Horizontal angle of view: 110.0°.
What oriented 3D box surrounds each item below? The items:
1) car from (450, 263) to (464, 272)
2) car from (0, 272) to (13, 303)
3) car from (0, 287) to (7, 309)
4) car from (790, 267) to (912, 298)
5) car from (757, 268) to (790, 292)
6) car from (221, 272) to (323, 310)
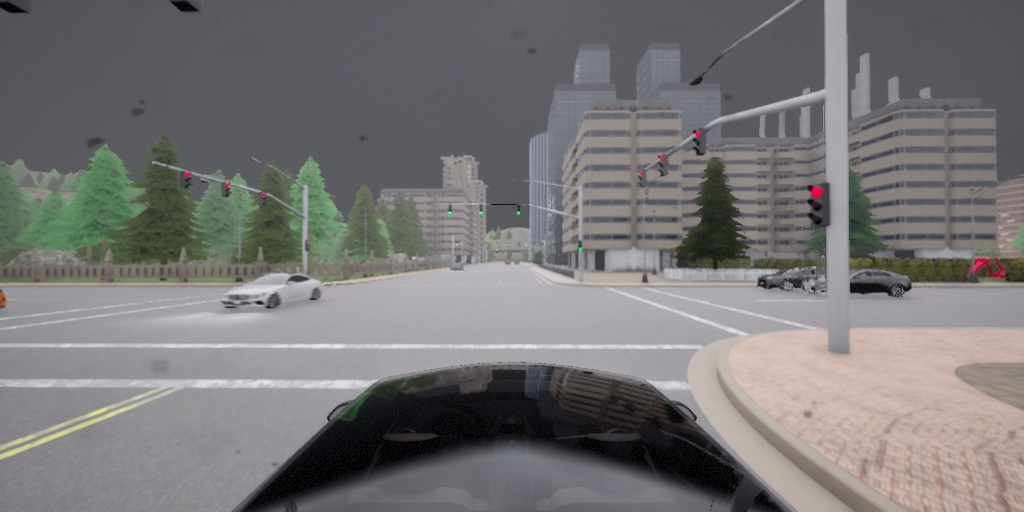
[{"bbox_3d":[-9.448,1.942,61.740,1.837,1.490,4.892,0,1,1],"label":"car"},{"bbox_3d":[-25.736,1.461,16.015,4.181,1.385,1.994,0,-1,1],"label":"car"},{"bbox_3d":[-20.897,1.212,12.464,4.553,1.767,2.097,0,-1,1],"label":"car"},{"bbox_3d":[18.376,1.426,19.268,4.902,1.511,2.128,0,-1,1],"label":"car"},{"bbox_3d":[18.308,1.476,22.768,4.892,1.490,1.837,0,-1,1],"label":"car"},{"bbox_3d":[-10.201,1.467,15.734,1.812,1.442,4.674,0,0,2],"label":"car"}]
